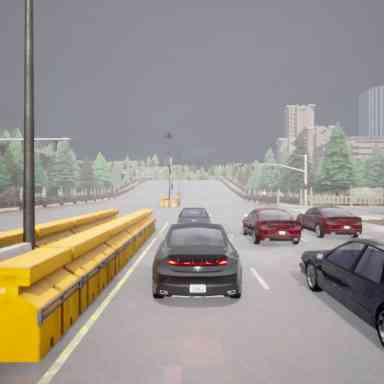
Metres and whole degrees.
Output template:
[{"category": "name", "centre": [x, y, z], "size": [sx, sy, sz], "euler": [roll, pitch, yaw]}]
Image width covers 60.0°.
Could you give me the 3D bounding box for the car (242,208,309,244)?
[{"category": "car", "centre": [3.598, 1.477, 15.729], "size": [1.882, 1.535, 5.008], "euler": [0, 0, 0]}]

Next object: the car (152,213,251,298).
[{"category": "car", "centre": [0.101, 1.505, 8.461], "size": [1.837, 1.490, 4.892], "euler": [0, 0, 0]}]

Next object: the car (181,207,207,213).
[{"category": "car", "centre": [0.097, 1.547, 18.192], "size": [2.033, 1.411, 5.357], "euler": [0, 0, 0]}]

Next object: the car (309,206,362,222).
[{"category": "car", "centre": [7.097, 1.477, 17.716], "size": [1.882, 1.535, 5.008], "euler": [0, 0, 0]}]

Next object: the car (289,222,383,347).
[{"category": "car", "centre": [3.594, 1.547, 5.904], "size": [2.033, 1.411, 5.357], "euler": [0, 0, 0]}]
